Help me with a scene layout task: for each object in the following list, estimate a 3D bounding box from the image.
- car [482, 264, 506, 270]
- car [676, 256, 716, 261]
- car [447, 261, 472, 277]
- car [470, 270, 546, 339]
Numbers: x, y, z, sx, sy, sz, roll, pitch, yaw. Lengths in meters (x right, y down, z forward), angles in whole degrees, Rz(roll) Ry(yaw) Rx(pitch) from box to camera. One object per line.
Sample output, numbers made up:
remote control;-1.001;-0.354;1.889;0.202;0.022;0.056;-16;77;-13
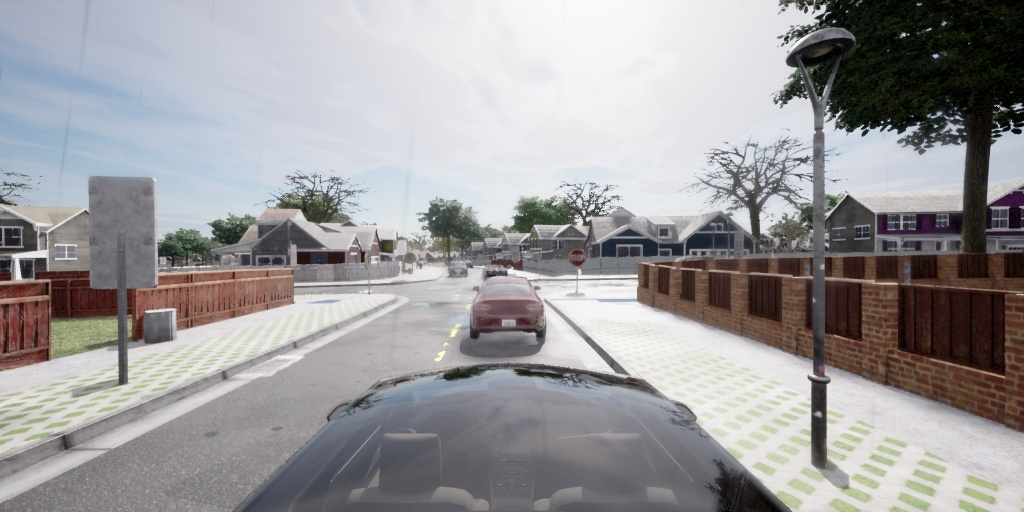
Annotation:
car;-1.682;1.434;33.237;1.895;1.301;4.718;0;0;-10
car;11.902;0.814;24.527;4.553;1.767;2.097;-1;1;4
car;-5.532;1.351;37.066;2.128;1.511;4.902;0;0;-8
car;-0.136;1.280;10.022;1.812;1.442;4.674;0;0;-2
